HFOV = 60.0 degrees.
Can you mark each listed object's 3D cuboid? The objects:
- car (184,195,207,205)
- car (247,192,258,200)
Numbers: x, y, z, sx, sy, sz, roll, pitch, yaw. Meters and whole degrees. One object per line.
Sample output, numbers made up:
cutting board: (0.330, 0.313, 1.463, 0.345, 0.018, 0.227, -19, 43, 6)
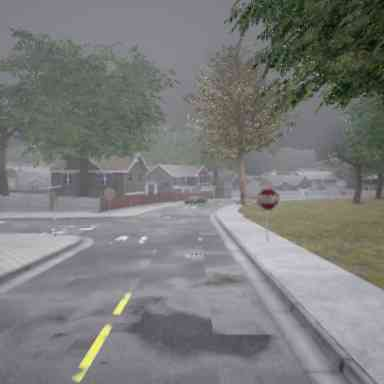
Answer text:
car: (0.652, 1.217, 49.630, 2.033, 1.411, 5.357, 1, 1, 24)
car: (13.404, 0.815, 73.423, 2.097, 1.767, 4.553, 2, 2, 35)
